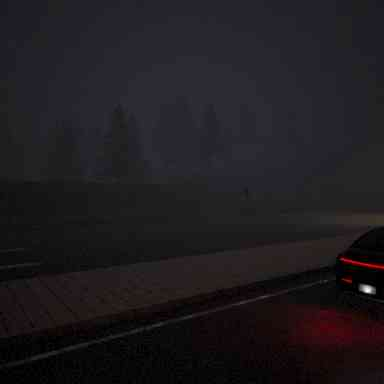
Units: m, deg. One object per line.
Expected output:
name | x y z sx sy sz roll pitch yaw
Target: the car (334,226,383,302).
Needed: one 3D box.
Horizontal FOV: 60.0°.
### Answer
car | 5.134 1.505 7.409 4.892 1.490 1.837 0 0 -35
